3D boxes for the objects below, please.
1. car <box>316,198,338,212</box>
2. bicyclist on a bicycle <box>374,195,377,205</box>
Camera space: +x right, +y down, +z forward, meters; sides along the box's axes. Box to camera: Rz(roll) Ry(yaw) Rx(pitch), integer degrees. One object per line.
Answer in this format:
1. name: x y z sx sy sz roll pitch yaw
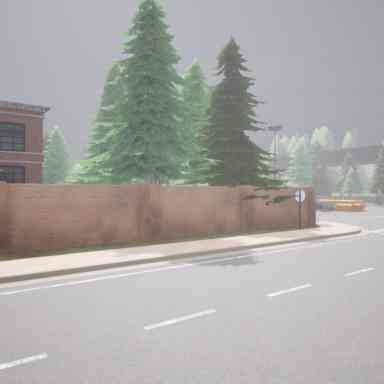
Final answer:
1. car: 14.358 1.491 38.508 2.128 1.511 4.902 0 0 -35
2. bicyclist on a bicycle: 30.148 1.301 54.262 1.656 1.620 0.582 0 0 -35
